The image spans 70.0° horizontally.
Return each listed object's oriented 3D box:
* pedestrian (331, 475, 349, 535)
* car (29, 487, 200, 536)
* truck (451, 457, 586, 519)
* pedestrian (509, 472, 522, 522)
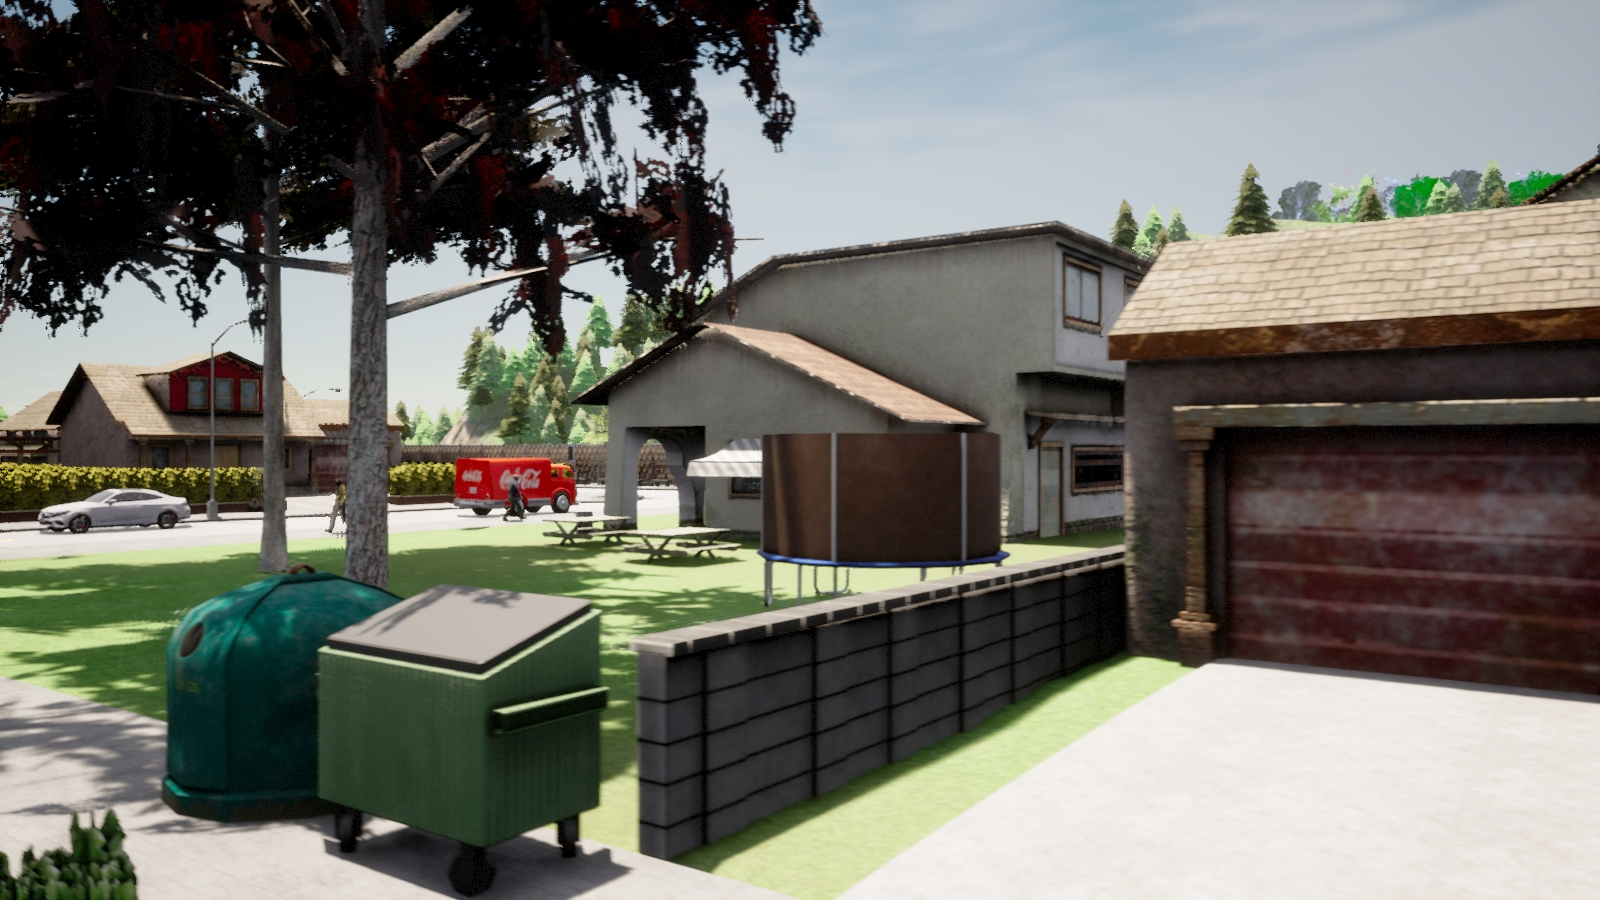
[{"bbox_3d":[-14.597,1.743,36.266,0.375,1.860,0.375,0,0,35],"label":"pedestrian"},{"bbox_3d":[-23.805,2.081,39.840,2.002,1.442,4.674,0,0,35],"label":"car"},{"bbox_3d":[-12.048,1.566,49.269,2.627,2.467,5.204,0,0,35],"label":"truck"},{"bbox_3d":[-10.663,1.744,42.827,0.375,1.860,0.375,0,0,-29],"label":"pedestrian"}]
